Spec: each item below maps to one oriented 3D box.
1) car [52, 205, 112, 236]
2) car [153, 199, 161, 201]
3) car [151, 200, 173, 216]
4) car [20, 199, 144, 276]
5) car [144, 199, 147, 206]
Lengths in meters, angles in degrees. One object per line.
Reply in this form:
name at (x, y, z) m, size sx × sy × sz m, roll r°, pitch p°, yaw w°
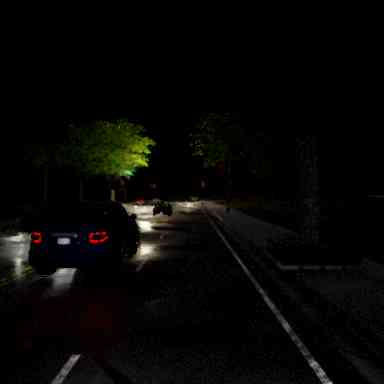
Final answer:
car at (-6.612, 1.675, 20.654) m, size 2.128 × 1.511 × 4.902 m, roll 0°, pitch 0°, yaw 0°
car at (-6.552, 2.008, 62.129) m, size 2.033 × 1.411 × 5.357 m, roll 0°, pitch 0°, yaw 0°
car at (-3.172, 1.895, 36.874) m, size 1.895 × 1.301 × 4.718 m, roll 0°, pitch 0°, yaw 0°
car at (-3.156, 1.327, 10.875) m, size 2.150 × 2.045 × 5.566 m, roll 0°, pitch 0°, yaw 0°
car at (-9.801, 1.998, 64.019) m, size 1.812 × 1.442 × 4.674 m, roll 0°, pitch 0°, yaw 0°
